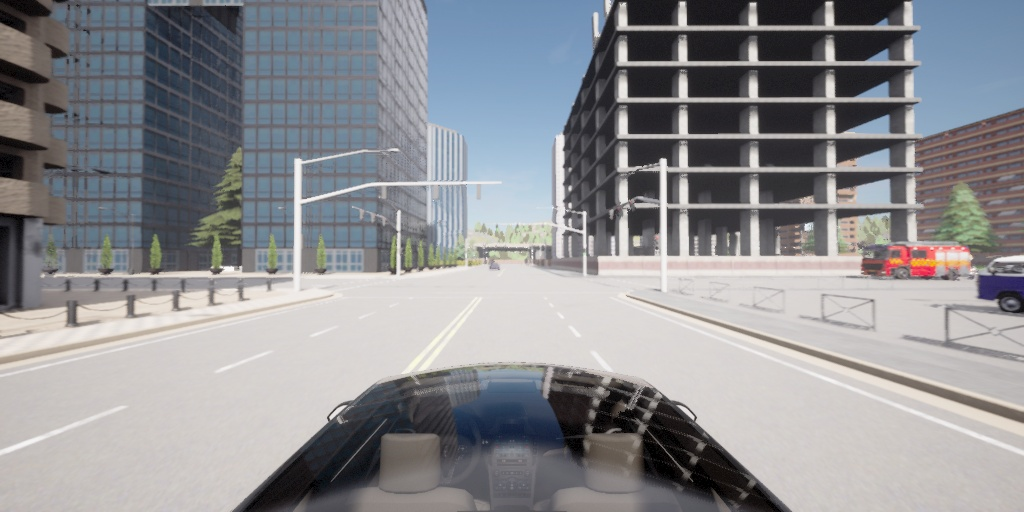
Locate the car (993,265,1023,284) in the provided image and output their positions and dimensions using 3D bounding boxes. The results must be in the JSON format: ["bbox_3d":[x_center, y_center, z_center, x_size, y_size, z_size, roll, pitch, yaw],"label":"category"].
[{"bbox_3d":[48.555,1.676,33.406,4.181,1.385,1.994,0,-1,0],"label":"car"}]

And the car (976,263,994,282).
[{"bbox_3d":[50.987,1.684,36.886,4.674,1.442,1.812,0,-1,0],"label":"car"}]

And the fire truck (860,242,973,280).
[{"bbox_3d":[41.237,0.491,36.879,8.468,3.827,2.891,0,-1,0],"label":"fire truck"}]
